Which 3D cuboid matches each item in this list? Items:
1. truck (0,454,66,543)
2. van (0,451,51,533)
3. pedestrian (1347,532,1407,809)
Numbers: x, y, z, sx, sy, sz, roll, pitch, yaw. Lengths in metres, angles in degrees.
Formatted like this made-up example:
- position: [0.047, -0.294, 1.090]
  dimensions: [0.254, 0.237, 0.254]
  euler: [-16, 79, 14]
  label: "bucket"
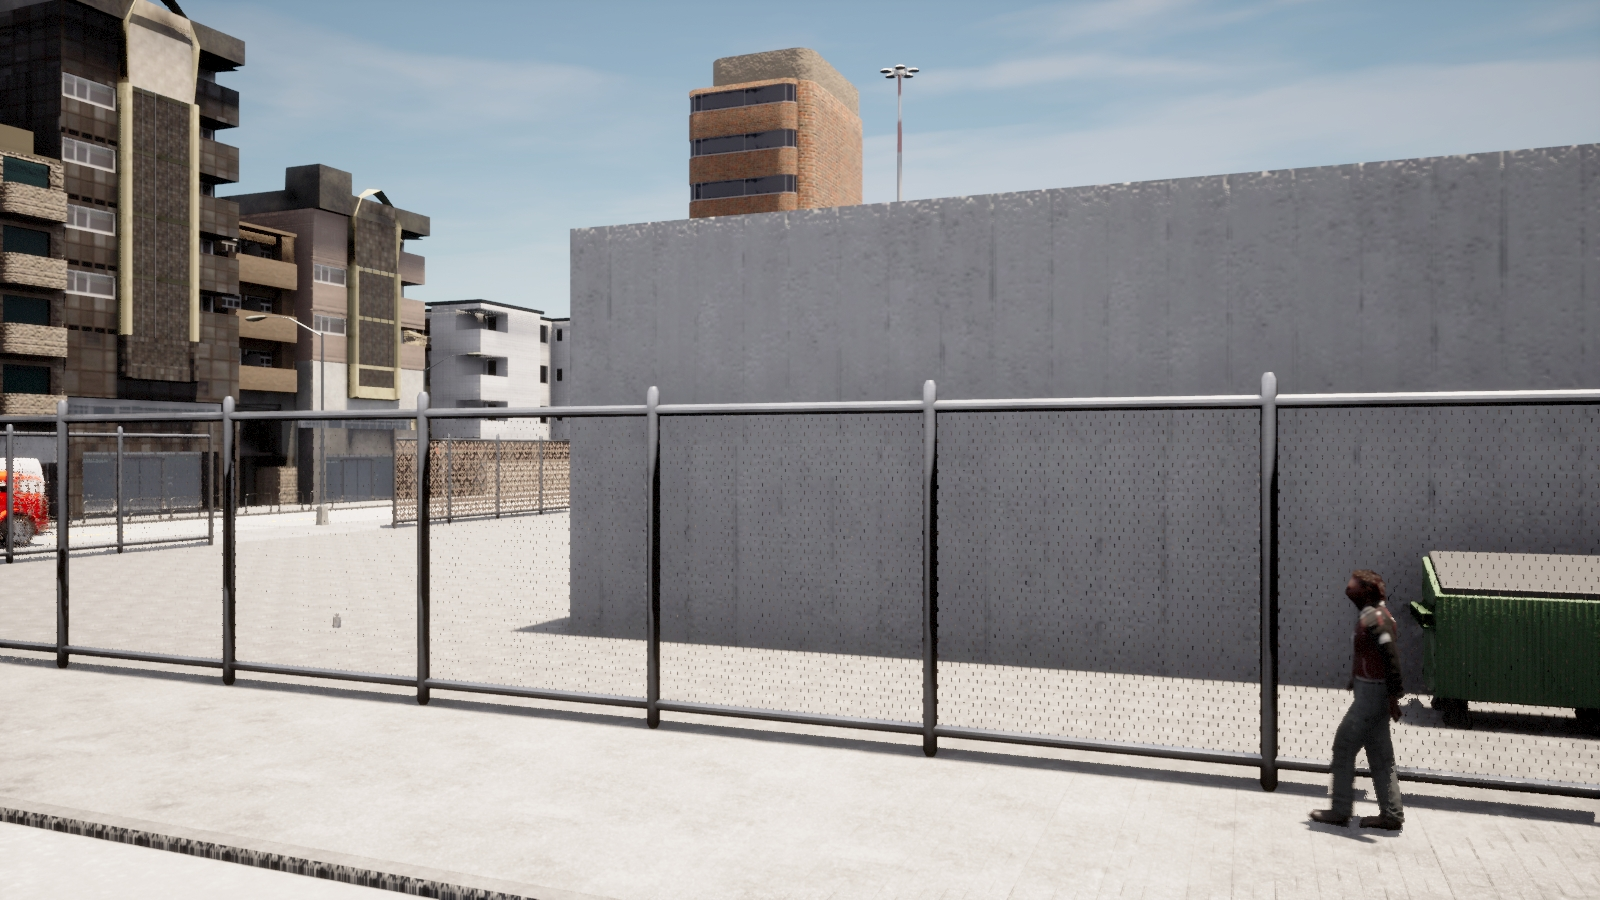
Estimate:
- position: [-23.716, 1.348, 31.544]
  dimensions: [2.627, 2.467, 5.204]
  euler: [0, 0, 23]
  label: "truck"
- position: [-26.517, 1.314, 35.024]
  dimensions: [1.988, 2.561, 5.915]
  euler: [0, 0, 21]
  label: "van"
- position: [4.068, 1.524, 8.059]
  dimensions: [0.375, 1.860, 0.375]
  euler: [0, 0, 27]
  label: "pedestrian"
